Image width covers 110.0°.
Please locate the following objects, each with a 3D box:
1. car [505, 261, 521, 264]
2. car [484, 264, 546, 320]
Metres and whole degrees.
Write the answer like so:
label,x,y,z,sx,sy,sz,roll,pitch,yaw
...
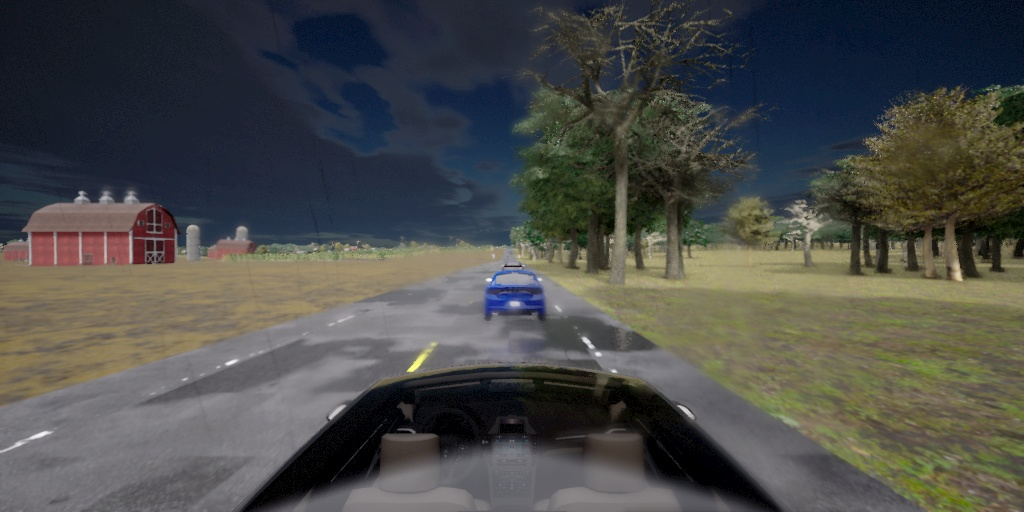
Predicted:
label,x,y,z,sx,sy,sz,roll,pitch,yaw
car,0.099,1.181,31.457,2.128,1.511,4.902,0,0,0
car,0.099,1.218,12.684,1.882,1.535,5.008,0,0,0
